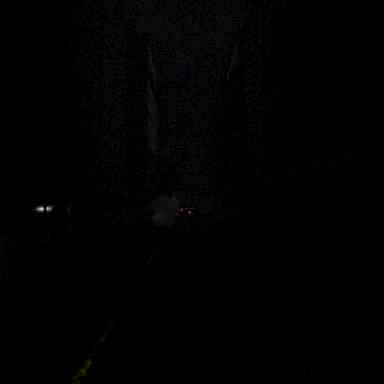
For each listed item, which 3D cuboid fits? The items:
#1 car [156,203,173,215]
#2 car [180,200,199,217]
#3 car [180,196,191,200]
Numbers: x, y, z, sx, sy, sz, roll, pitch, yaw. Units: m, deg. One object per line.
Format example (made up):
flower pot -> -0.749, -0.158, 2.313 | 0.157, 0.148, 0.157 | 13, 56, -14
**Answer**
car -> -3.252, 2.025, 39.865 | 1.895, 1.301, 4.718 | 0, 0, -1
car -> -0.269, 1.897, 36.566 | 1.837, 1.490, 4.892 | 0, -1, -1
car -> -0.376, 1.833, 46.983 | 2.097, 1.767, 4.553 | 0, 0, -1
